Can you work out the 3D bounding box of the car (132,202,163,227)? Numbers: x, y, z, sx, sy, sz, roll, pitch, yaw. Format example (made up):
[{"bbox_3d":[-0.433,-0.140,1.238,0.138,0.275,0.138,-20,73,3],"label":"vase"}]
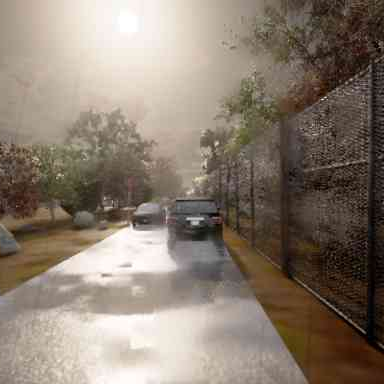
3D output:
[{"bbox_3d":[-2.895,1.506,22.924,1.882,1.535,5.008,0,0,0],"label":"car"}]

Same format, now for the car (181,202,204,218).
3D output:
[{"bbox_3d":[0.016,1.643,31.654,1.994,1.385,4.181,0,0,0],"label":"car"}]

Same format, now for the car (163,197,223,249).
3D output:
[{"bbox_3d":[0.102,1.226,14.799,2.150,2.045,5.566,0,0,0],"label":"car"}]

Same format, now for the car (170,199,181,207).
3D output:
[{"bbox_3d":[-3.086,2.110,64.163,1.837,1.490,4.892,0,-1,0],"label":"car"}]
